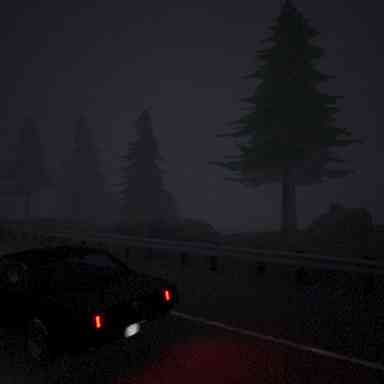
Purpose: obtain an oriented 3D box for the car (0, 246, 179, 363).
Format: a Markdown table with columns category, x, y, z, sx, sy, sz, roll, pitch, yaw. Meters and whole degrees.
| category | x | y | z | sx | sy | sz | roll | pitch | yaw |
| --- | --- | --- | --- | --- | --- | --- | --- | --- | --- |
| car | -2.616 | 1.655 | 5.968 | 4.718 | 1.301 | 1.895 | -1 | 0 | 36 |
